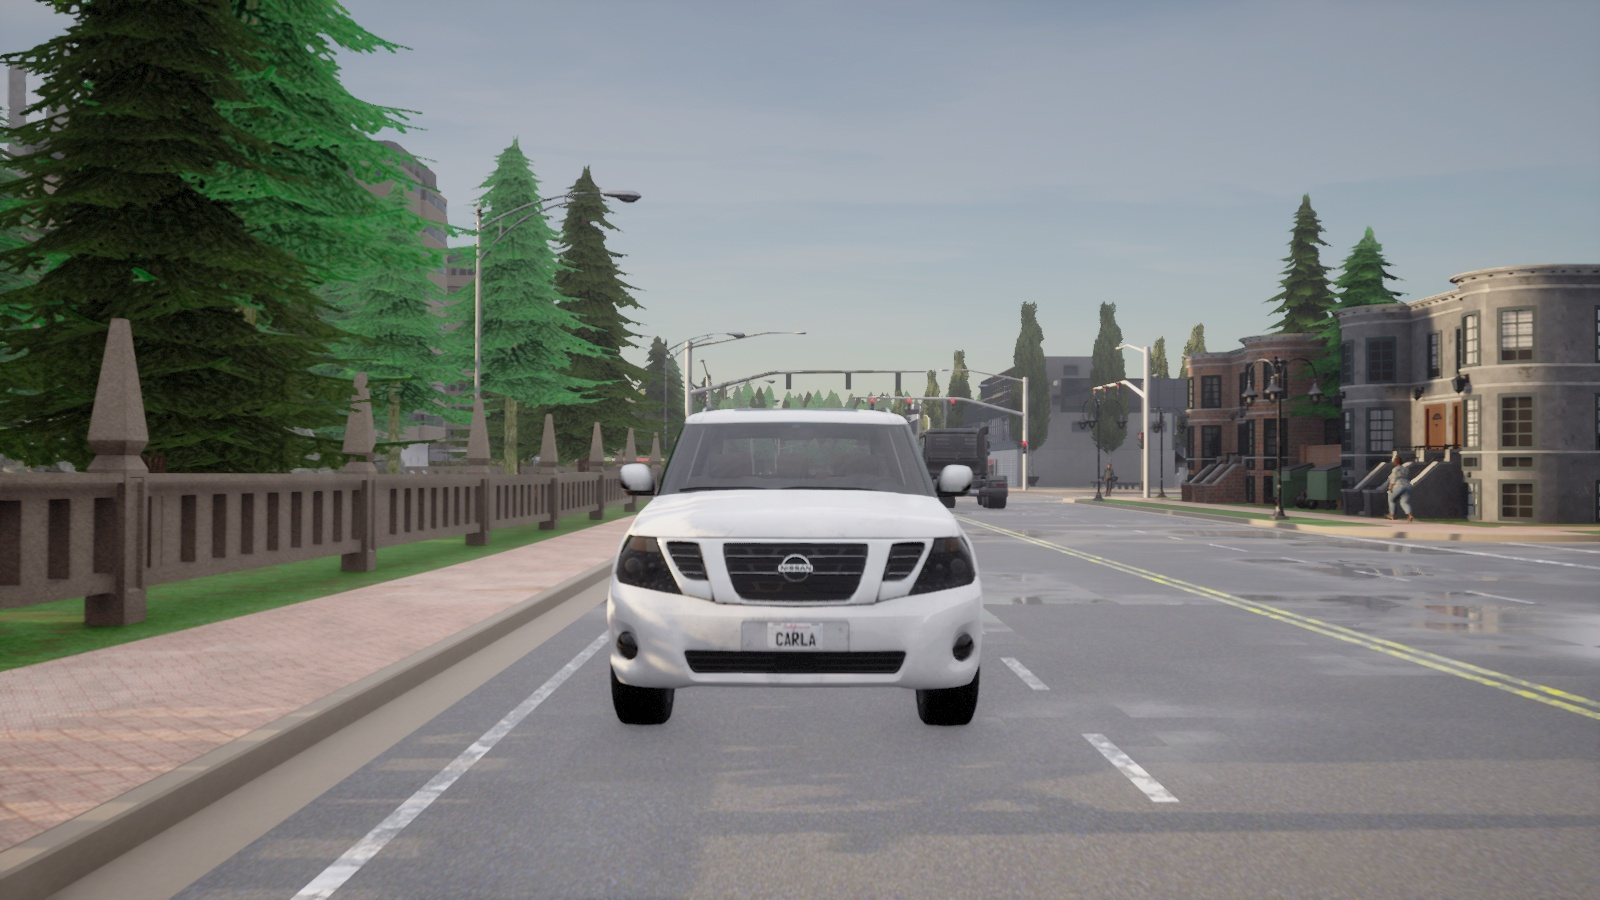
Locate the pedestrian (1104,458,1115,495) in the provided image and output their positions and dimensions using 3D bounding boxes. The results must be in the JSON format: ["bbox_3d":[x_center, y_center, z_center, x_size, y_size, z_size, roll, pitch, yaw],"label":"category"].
[{"bbox_3d":[16.330,1.399,66.293,0.423,1.949,0.788,0,-1,2],"label":"pedestrian"}]

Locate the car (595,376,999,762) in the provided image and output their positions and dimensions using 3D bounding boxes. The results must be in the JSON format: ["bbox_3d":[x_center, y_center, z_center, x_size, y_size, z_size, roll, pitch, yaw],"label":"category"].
[{"bbox_3d":[-0.026,0.674,9.485,2.150,2.045,5.566,0,-1,0],"label":"car"}]

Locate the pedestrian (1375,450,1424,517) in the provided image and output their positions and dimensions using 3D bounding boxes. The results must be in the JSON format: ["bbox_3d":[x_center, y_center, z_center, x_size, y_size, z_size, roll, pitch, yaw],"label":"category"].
[{"bbox_3d":[16.763,0.927,35.145,0.874,1.855,0.900,0,-1,-9],"label":"pedestrian"}]

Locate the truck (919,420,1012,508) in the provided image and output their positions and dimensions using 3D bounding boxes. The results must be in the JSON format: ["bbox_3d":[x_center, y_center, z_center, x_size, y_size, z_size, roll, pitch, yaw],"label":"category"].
[{"bbox_3d":[6.861,0.606,53.179,2.891,3.462,7.936,0,-1,0],"label":"truck"}]
